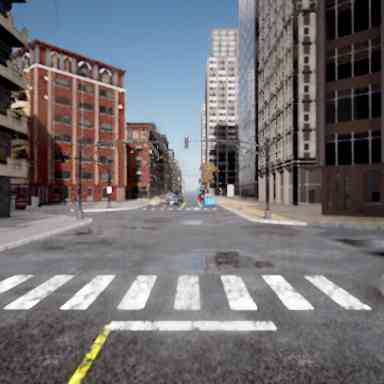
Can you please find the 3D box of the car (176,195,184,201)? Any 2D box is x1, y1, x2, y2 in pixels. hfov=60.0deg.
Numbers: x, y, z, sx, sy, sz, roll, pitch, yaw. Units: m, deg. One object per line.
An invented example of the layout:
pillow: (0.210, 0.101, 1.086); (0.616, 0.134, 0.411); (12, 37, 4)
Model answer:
car: (-2.755, 1.374, 79.284); (1.812, 1.442, 4.674); (0, 0, 0)

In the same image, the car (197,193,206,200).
car: (2.560, 1.167, 87.833); (2.192, 1.841, 5.009); (0, 0, 0)

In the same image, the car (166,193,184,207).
car: (-2.819, 1.367, 49.566); (2.128, 1.511, 4.902); (0, 0, 1)

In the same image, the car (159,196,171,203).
car: (-5.317, 1.426, 65.623); (1.947, 1.339, 4.313); (0, 0, 0)

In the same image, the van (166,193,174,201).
van: (-5.318, 1.192, 82.279); (1.690, 1.788, 3.998); (0, 0, 0)

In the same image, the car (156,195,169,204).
car: (-5.316, 1.304, 60.071); (1.967, 1.590, 4.097); (0, 0, 0)

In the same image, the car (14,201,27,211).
car: (-21.887, 1.658, 40.274); (4.718, 1.301, 1.895); (0, 0, 41)

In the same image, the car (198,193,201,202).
car: (2.563, 1.401, 71.175); (1.887, 1.381, 4.507); (0, 0, 0)

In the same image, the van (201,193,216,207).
van: (2.566, 1.219, 48.965); (1.690, 1.788, 3.998); (0, 0, 0)

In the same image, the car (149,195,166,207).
car: (-5.315, 1.403, 48.795); (1.752, 1.417, 4.829); (0, 0, 0)
